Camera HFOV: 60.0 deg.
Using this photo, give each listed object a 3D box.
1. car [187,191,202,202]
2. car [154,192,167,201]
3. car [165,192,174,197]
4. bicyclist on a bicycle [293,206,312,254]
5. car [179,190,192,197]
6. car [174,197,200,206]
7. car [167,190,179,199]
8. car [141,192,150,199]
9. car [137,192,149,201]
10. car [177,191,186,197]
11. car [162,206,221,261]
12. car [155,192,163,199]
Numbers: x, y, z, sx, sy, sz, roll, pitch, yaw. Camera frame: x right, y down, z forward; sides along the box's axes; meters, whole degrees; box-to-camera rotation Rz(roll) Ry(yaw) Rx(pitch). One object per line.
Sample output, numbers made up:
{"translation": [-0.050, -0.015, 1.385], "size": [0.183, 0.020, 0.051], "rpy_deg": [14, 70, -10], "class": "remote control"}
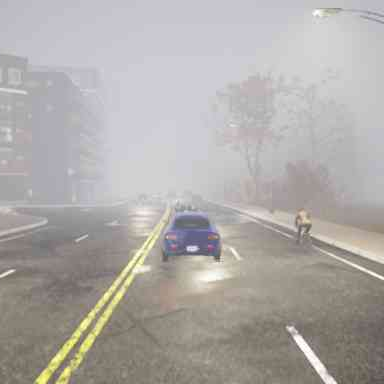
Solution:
{"translation": [0.650, 1.061, 60.161], "size": [1.994, 1.385, 4.181], "rpy_deg": [0, 0, -5], "class": "car"}
{"translation": [-6.552, 0.926, 66.559], "size": [1.882, 1.535, 5.008], "rpy_deg": [0, 1, -5], "class": "car"}
{"translation": [-6.235, 0.673, 91.948], "size": [1.994, 1.385, 4.181], "rpy_deg": [0, 1, -8], "class": "car"}
{"translation": [4.008, 1.354, 12.041], "size": [0.582, 1.620, 1.656], "rpy_deg": [0, 0, -1], "class": "bicyclist on a bicycle"}
{"translation": [-1.080, 0.577, 76.694], "size": [2.150, 2.045, 5.566], "rpy_deg": [0, 1, -7], "class": "car"}
{"translation": [-0.595, 1.357, 29.853], "size": [1.895, 1.301, 4.718], "rpy_deg": [0, 0, -3], "class": "car"}
{"translation": [-4.920, 0.533, 81.599], "size": [2.150, 2.045, 5.566], "rpy_deg": [0, 1, -7], "class": "car"}
{"translation": [-11.536, 0.835, 82.203], "size": [2.128, 1.511, 4.902], "rpy_deg": [0, 1, -7], "class": "car"}
{"translation": [-9.777, 0.933, 66.151], "size": [1.882, 1.535, 5.008], "rpy_deg": [0, 1, -5], "class": "car"}
{"translation": [-2.996, 0.567, 92.229], "size": [2.097, 1.767, 4.553], "rpy_deg": [0, 1, -8], "class": "car"}
{"translation": [-0.034, 1.430, 11.765], "size": [1.812, 1.442, 4.674], "rpy_deg": [0, 0, -1], "class": "car"}
{"translation": [-8.311, 0.825, 82.612], "size": [1.812, 1.442, 4.674], "rpy_deg": [0, 1, -7], "class": "car"}
